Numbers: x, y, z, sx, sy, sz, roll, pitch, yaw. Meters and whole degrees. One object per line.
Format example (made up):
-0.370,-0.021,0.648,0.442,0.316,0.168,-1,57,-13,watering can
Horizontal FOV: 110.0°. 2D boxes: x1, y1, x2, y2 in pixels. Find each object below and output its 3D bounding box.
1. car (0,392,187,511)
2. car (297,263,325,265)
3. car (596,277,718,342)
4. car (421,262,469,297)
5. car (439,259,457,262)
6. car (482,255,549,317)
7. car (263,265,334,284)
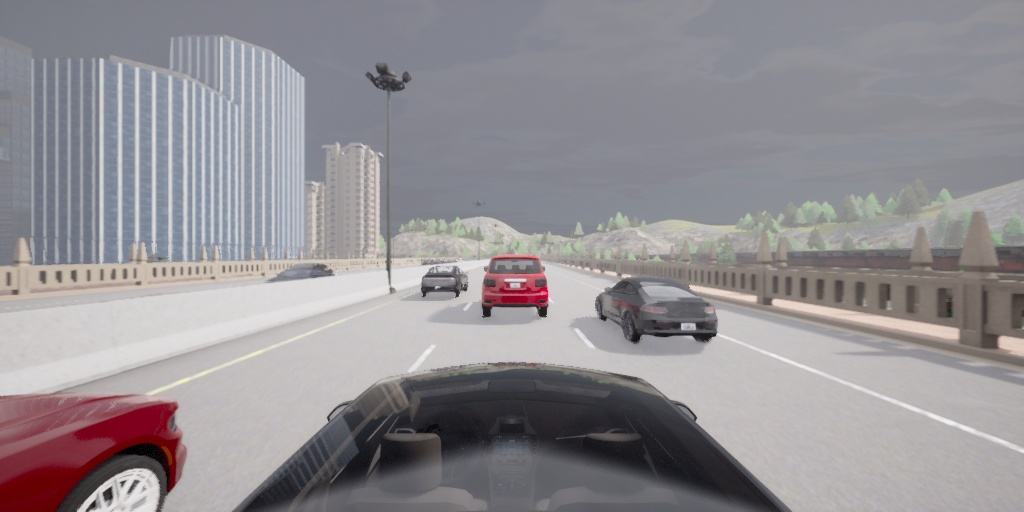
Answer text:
-3.400,1.228,0.633,1.882,1.535,5.008,0,0,0,car
-14.098,1.260,24.720,1.837,1.490,4.892,0,0,0,car
3.599,1.277,9.615,1.812,1.442,4.674,0,0,0,car
-3.402,1.245,18.790,2.128,1.511,4.902,0,0,0,car
-10.262,1.308,60.295,2.033,1.411,5.357,0,0,2,car
0.099,0.973,13.403,2.150,2.045,5.566,0,0,0,car
-10.599,1.317,18.189,1.994,1.385,4.181,0,0,0,car
